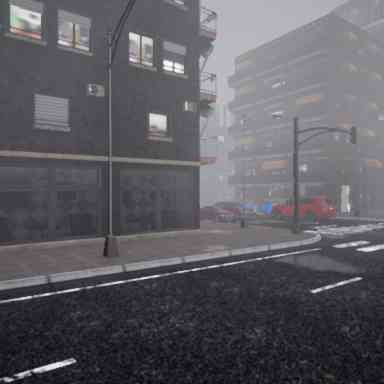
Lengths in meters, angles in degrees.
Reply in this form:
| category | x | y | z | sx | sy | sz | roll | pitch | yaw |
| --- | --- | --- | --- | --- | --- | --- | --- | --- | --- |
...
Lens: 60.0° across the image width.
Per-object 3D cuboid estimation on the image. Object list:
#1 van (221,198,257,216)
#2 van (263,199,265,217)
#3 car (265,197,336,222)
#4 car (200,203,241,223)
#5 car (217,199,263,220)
| category | x | y | z | sx | sy | sz | roll | pitch | yaw |
| --- | --- | --- | --- | --- | --- | --- | --- | --- | --- |
| van | 5.297 | 1.662 | 38.079 | 1.690 | 1.788 | 3.998 | -1 | 0 | -36 |
| van | 8.602 | 1.588 | 33.556 | 1.690 | 1.788 | 3.998 | -1 | 0 | -36 |
| car | 9.350 | 1.417 | 28.317 | 2.150 | 2.045 | 5.566 | 0 | -1 | -37 |
| car | 1.852 | 1.865 | 28.653 | 1.802 | 1.307 | 4.206 | -1 | 0 | -36 |
| car | 3.781 | 1.627 | 30.362 | 2.097 | 1.767 | 4.553 | 0 | -1 | -36 |
